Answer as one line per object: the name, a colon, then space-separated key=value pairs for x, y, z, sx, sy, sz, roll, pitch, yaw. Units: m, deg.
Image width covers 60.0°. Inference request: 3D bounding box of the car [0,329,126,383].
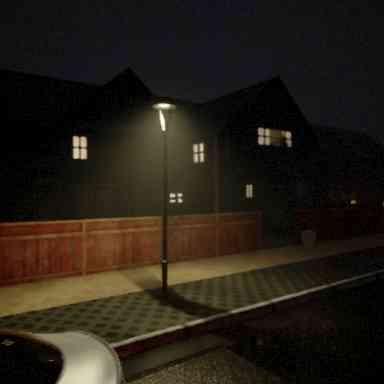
car: x=-2.459 y=1.521 z=1.334 sx=4.674 sy=1.442 sz=1.812 roll=0 pitch=0 yaw=-35
